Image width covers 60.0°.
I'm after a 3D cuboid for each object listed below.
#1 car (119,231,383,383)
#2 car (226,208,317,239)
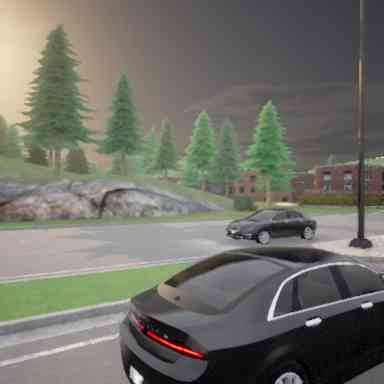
[{"bbox_3d":[1.476,1.514,4.513,4.892,1.490,1.837,0,0,-34],"label":"car"},{"bbox_3d":[3.870,1.540,15.826,4.892,1.490,1.837,1,0,-32],"label":"car"}]
